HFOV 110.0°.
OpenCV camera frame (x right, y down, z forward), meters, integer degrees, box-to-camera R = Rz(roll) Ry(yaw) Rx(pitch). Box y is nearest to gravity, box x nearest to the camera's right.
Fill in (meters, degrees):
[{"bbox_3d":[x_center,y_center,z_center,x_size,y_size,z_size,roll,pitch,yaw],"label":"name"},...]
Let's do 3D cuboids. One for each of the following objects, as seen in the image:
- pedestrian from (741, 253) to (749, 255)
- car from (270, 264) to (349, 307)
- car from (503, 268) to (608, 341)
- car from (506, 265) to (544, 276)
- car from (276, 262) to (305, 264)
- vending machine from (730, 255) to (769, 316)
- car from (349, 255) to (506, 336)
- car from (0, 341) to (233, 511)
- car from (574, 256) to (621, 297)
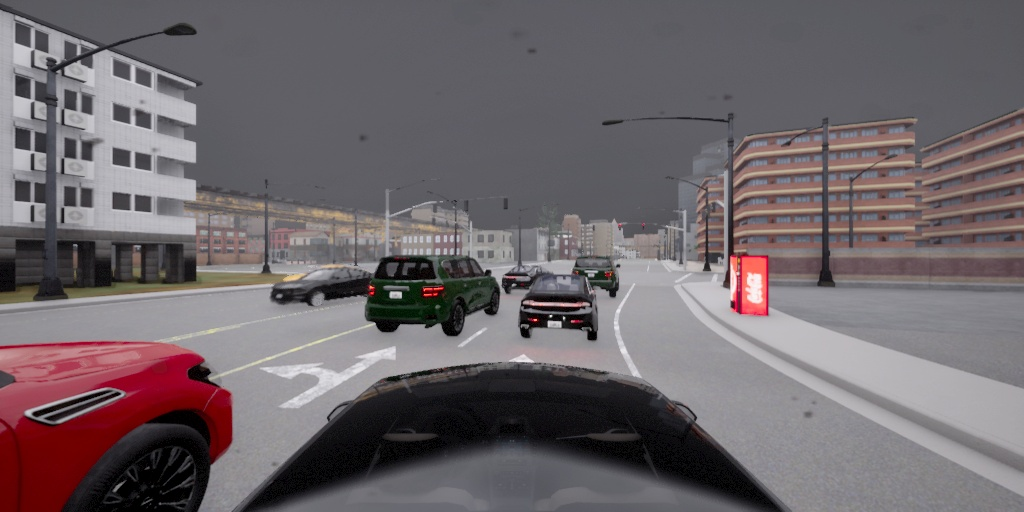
[{"bbox_3d":[8.039,0.812,12.414,0.375,1.860,0.375,0,0,21],"label":"pedestrian"},{"bbox_3d":[-8.016,1.246,15.919,1.882,1.535,5.008,0,0,18],"label":"car"},{"bbox_3d":[1.432,1.254,10.038,2.128,1.511,4.902,0,0,12],"label":"car"},{"bbox_3d":[1.098,1.268,20.114,2.128,1.511,4.902,0,0,24],"label":"car"},{"bbox_3d":[-10.243,1.252,20.199,1.882,1.535,5.008,0,0,20],"label":"car"},{"bbox_3d":[7.806,0.962,11.792,1.100,2.100,0.880,0,0,20],"label":"vending machine"},{"bbox_3d":[-2.002,0.984,10.747,2.150,2.045,5.566,0,0,14],"label":"car"},{"bbox_3d":[-3.265,0.969,0.477,2.150,2.045,5.566,0,0,-2],"label":"car"},{"bbox_3d":[4.547,0.998,19.283,2.150,2.045,5.566,0,0,18],"label":"car"}]
